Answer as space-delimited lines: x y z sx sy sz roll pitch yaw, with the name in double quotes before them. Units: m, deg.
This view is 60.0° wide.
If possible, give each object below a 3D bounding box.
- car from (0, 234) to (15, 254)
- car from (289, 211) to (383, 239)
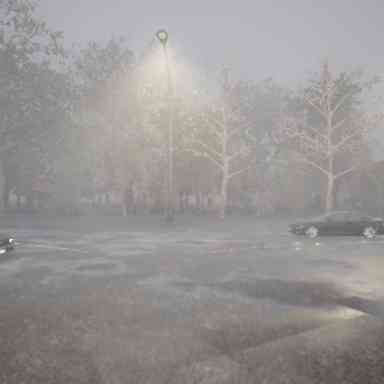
"car" -9.229 1.657 11.635 5.357 1.411 2.033 1 -1 1
"car" 8.009 1.814 18.614 5.008 1.535 1.882 0 -1 0
